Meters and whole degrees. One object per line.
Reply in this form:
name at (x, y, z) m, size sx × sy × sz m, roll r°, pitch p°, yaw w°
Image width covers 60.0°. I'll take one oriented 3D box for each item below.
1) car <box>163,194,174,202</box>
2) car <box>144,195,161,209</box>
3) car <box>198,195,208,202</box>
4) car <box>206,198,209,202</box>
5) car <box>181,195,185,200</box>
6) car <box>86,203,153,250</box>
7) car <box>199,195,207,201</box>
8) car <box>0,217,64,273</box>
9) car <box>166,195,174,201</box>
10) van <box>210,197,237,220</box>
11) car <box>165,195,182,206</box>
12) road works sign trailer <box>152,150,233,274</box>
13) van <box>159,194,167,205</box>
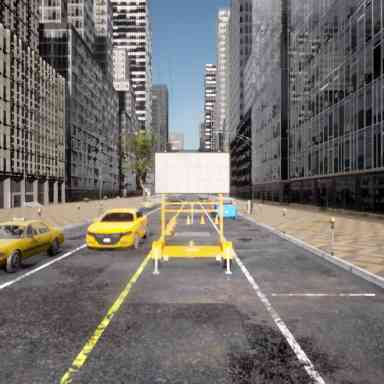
car at (-5.619, 1.329, 78.862) m, size 2.192 × 1.841 × 5.009 m, roll 0°, pitch 0°, yaw 0°
car at (-5.651, 1.531, 44.684) m, size 1.752 × 1.417 × 4.829 m, roll 0°, pitch 0°, yaw 0°
car at (2.757, 1.563, 73.185) m, size 2.008 × 1.369 × 4.403 m, roll 0°, pitch 0°, yaw 0°
car at (2.719, 1.529, 33.679) m, size 1.752 × 1.417 × 4.829 m, roll 0°, pitch 0°, yaw 0°
car at (-2.915, 1.565, 90.580) m, size 2.033 × 1.411 × 5.357 m, roll 0°, pitch 0°, yaw 0°
car at (-3.088, 1.478, 14.585) m, size 1.882 × 1.535 × 5.008 m, roll 0°, pitch 0°, yaw 0°
car at (2.768, 1.561, 84.521) m, size 1.887 × 1.381 × 4.507 m, roll 0°, pitch 0°, yaw 0°
car at (-5.683, 1.526, 10.677) m, size 1.752 × 1.417 × 4.829 m, roll 0°, pitch 0°, yaw 0°
car at (-5.613, 1.541, 84.360) m, size 1.752 × 1.417 × 4.829 m, roll 0°, pitch 0°, yaw 0°
van at (2.713, 1.343, 27.841) m, size 1.690 × 1.788 × 3.998 m, roll 0°, pitch 0°, yaw 0°
car at (-3.042, 1.609, 54.801) m, size 1.895 × 1.301 × 4.718 m, roll 0°, pitch 0°, yaw 0°
road works sign trailer at (0.009, 0.464, 10.577) m, size 2.380 × 3.560 × 2.880 m, roll 0°, pitch 0°, yaw 0°
van at (-5.640, 1.350, 56.191) m, size 1.690 × 1.788 × 3.998 m, roll 0°, pitch 0°, yaw 0°
